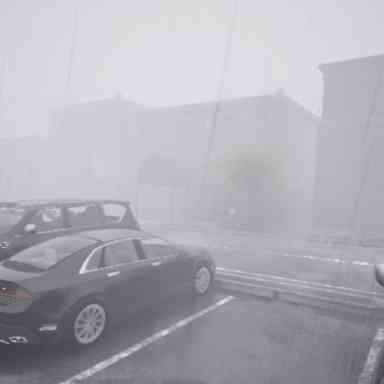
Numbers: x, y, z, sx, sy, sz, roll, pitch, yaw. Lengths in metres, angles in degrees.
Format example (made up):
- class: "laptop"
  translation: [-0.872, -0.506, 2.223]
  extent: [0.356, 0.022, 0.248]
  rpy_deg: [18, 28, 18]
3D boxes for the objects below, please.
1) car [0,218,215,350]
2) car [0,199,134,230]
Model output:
- class: "car"
  translation: [-1.369, 1.464, 6.376]
  extent: [2.231, 1.521, 4.892]
  rpy_deg: [0, 0, 36]
- class: "car"
  translation: [-3.664, 1.208, 7.990]
  extent: [2.435, 2.045, 5.566]
  rpy_deg: [0, 0, 36]
